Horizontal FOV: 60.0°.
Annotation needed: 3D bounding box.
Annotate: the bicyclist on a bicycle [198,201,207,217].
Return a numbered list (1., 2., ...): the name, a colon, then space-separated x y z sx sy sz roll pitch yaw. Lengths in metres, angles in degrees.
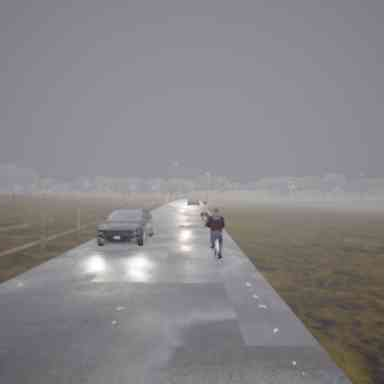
1. bicyclist on a bicycle: 0.810 1.394 20.915 0.866 1.612 1.509 0 0 0

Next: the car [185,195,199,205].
1. car: 0.242 1.486 56.192 1.994 1.385 4.181 0 0 0

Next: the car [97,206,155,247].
1. car: -2.840 1.445 15.092 1.882 1.535 5.008 0 0 0

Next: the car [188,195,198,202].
1. car: 0.216 1.495 73.743 2.033 1.411 5.357 0 0 0

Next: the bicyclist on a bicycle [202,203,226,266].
1. bicyclist on a bicycle: 0.762 1.347 10.603 0.659 1.776 1.843 0 0 0
